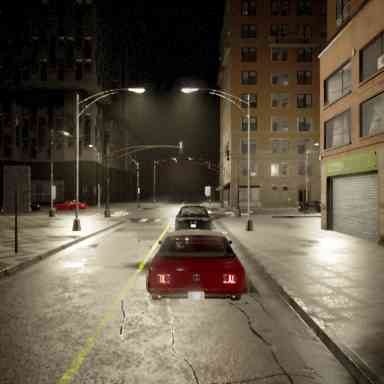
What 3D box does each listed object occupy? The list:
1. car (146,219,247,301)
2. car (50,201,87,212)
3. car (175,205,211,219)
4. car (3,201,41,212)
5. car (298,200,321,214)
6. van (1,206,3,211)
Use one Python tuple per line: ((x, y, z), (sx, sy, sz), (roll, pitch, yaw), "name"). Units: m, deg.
((0.081, 1.601, 8.282), (1.895, 1.301, 4.718), (0, 0, 0), "car")
((-14.553, 1.701, 39.321), (4.206, 1.307, 1.802), (0, 0, 0), "car")
((0.059, 1.474, 18.431), (1.882, 1.535, 5.008), (0, 0, 0), "car")
((-20.202, 1.725, 39.315), (4.313, 1.339, 1.947), (0, 0, 0), "car")
((12.041, 1.414, 30.826), (4.313, 1.339, 1.947), (0, 0, 0), "car")
((-20.185, 1.425, 30.790), (3.998, 1.788, 1.690), (0, 0, 0), "van")
